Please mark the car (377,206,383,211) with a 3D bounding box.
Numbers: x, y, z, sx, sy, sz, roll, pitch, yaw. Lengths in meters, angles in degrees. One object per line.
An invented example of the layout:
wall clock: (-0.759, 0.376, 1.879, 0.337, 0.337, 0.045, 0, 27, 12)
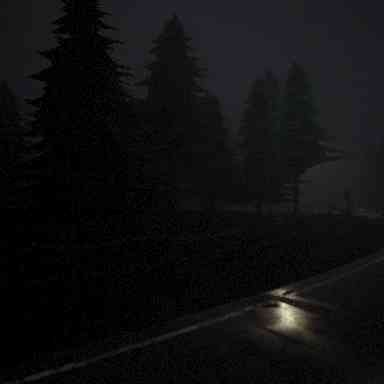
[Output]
car: (20.428, 1.742, 32.925, 2.128, 1.511, 4.902, 0, -1, -4)
